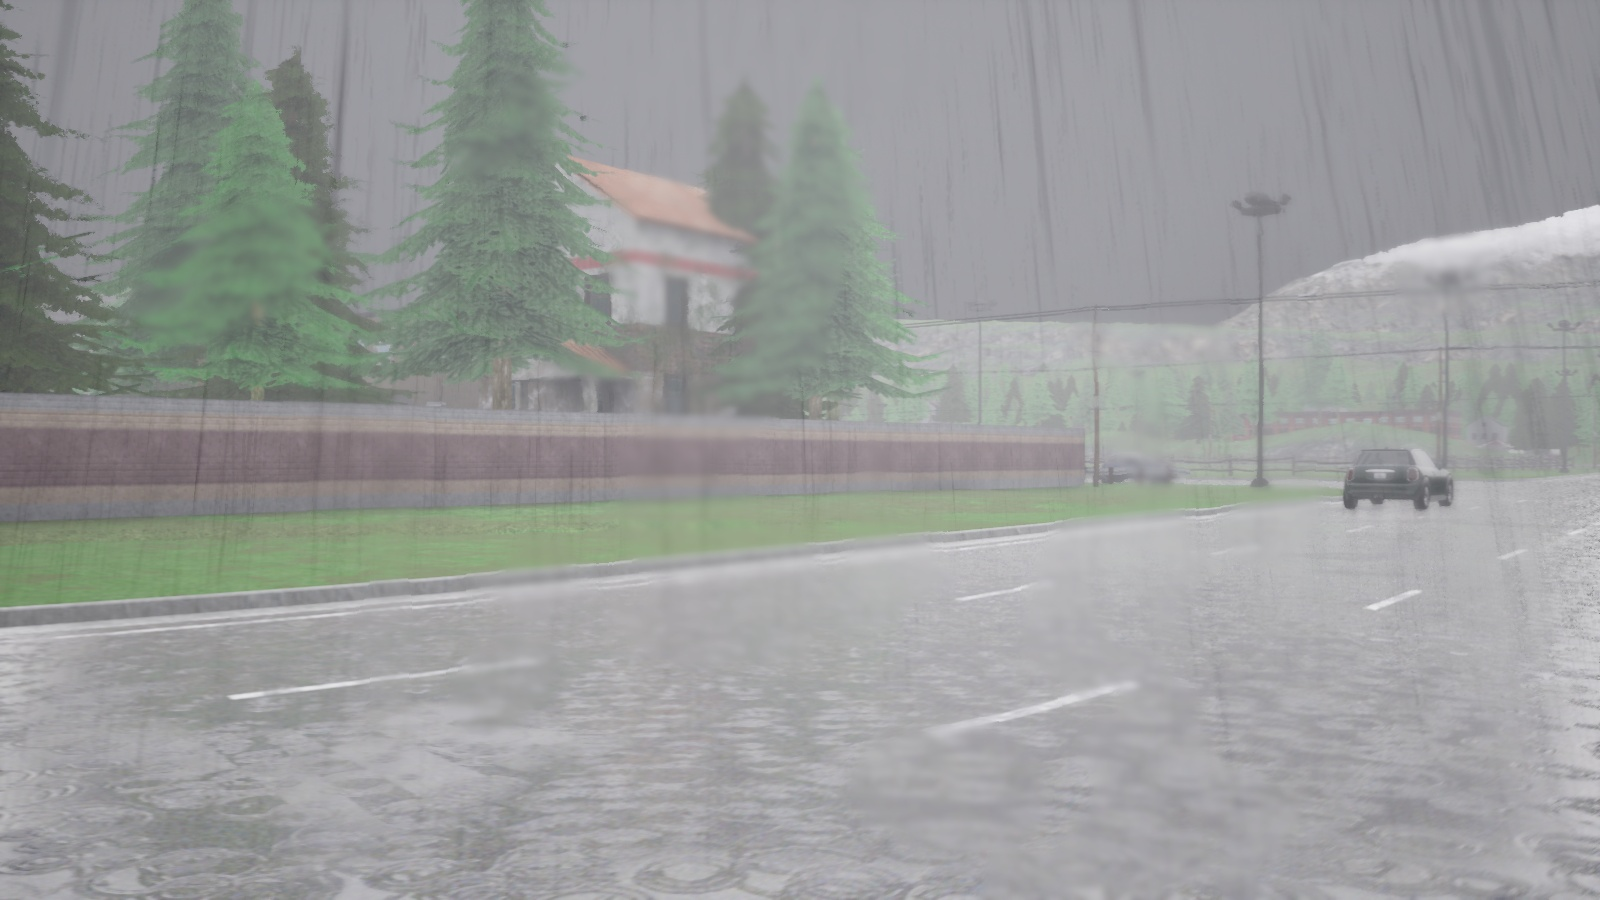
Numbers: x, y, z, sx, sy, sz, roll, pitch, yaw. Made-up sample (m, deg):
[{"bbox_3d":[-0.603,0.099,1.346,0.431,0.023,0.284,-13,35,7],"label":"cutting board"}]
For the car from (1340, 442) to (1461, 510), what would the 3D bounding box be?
[{"bbox_3d":[16.840,0.676,35.074,2.097,1.767,4.553,0,0,38],"label":"car"}]

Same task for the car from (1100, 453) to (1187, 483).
[{"bbox_3d":[17.516,0.878,64.005,3.806,1.475,1.970,0,0,38],"label":"car"}]
